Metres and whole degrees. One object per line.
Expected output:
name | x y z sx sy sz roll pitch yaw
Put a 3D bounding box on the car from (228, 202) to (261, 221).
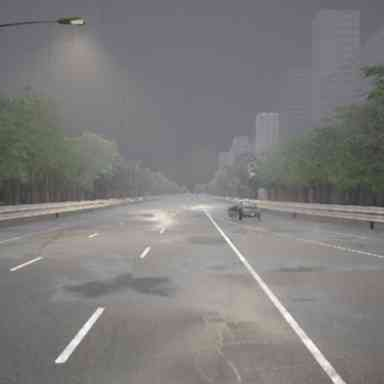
car | 4.452 1.622 28.867 2.128 1.511 4.902 0 0 -9
